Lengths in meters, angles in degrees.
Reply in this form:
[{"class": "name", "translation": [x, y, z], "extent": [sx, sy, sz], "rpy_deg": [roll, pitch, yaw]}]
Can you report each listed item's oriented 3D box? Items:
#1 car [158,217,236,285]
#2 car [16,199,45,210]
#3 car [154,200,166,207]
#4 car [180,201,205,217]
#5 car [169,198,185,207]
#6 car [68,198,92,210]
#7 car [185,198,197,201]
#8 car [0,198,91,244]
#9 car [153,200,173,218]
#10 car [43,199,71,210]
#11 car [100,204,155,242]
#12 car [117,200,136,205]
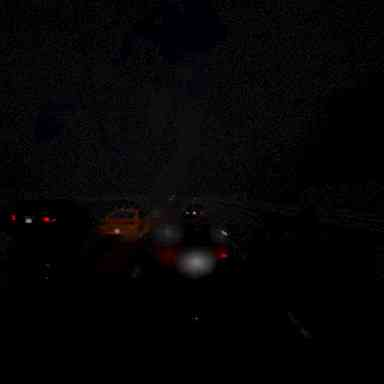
[{"class": "car", "translation": [0.126, 1.660, 9.830], "extent": [1.994, 1.385, 4.181], "rpy_deg": [0, -1, 0]}, {"class": "car", "translation": [-24.256, 1.872, 50.125], "extent": [1.882, 1.535, 5.008], "rpy_deg": [0, -1, 1]}, {"class": "car", "translation": [-6.640, 2.415, 69.044], "extent": [1.895, 1.301, 4.718], "rpy_deg": [0, -1, 0]}, {"class": "car", "translation": [0.210, 1.881, 30.817], "extent": [2.033, 1.411, 5.357], "rpy_deg": [0, -1, 0]}, {"class": "car", "translation": [-3.140, 2.410, 68.996], "extent": [1.994, 1.385, 4.181], "rpy_deg": [0, -1, 0]}, {"class": "car", "translation": [-17.243, 1.824, 51.470], "extent": [2.097, 1.767, 4.553], "rpy_deg": [0, -1, 1]}, {"class": "car", "translation": [0.275, 2.038, 47.327], "extent": [1.882, 1.535, 5.008], "rpy_deg": [0, -1, 0]}, {"class": "car", "translation": [-6.844, 1.329, 16.657], "extent": [2.150, 2.045, 5.566], "rpy_deg": [0, -1, 0]}, {"class": "car", "translation": [-3.279, 1.849, 33.836], "extent": [1.837, 1.490, 4.892], "rpy_deg": [0, -1, 0]}, {"class": "car", "translation": [-20.743, 1.934, 51.365], "extent": [2.128, 1.511, 4.902], "rpy_deg": [0, -1, 1]}, {"class": "car", "translation": [-3.343, 1.623, 17.358], "extent": [1.882, 1.535, 5.008], "rpy_deg": [0, -1, 0]}, {"class": "car", "translation": [-6.771, 1.684, 35.301], "extent": [2.097, 1.767, 4.553], "rpy_deg": [0, -1, 0]}]
